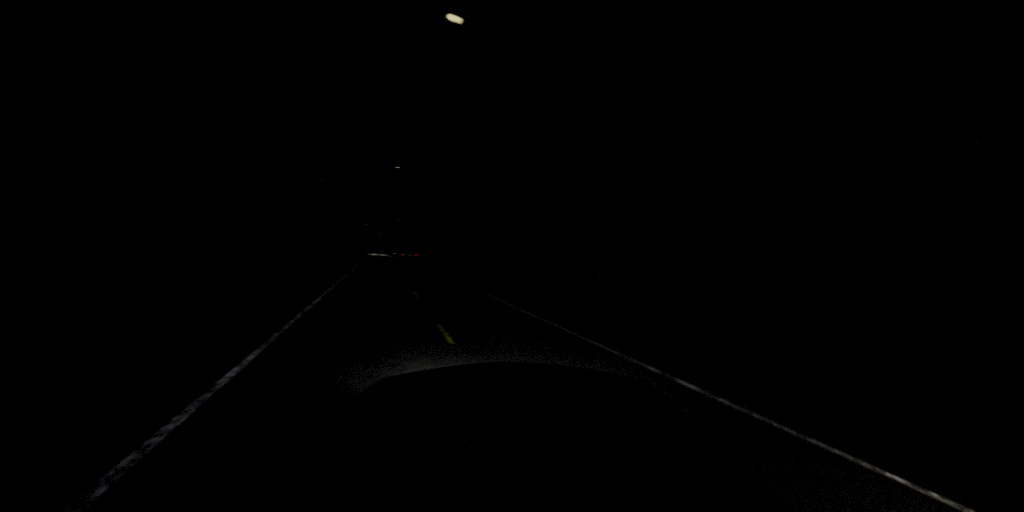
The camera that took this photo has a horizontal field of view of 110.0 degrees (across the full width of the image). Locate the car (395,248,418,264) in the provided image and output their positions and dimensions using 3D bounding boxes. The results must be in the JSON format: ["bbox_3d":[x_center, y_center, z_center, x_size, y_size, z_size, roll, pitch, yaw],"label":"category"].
[{"bbox_3d":[-13.375,-0.066,46.220,2.150,2.045,5.566,4,0,-20],"label":"car"}]
